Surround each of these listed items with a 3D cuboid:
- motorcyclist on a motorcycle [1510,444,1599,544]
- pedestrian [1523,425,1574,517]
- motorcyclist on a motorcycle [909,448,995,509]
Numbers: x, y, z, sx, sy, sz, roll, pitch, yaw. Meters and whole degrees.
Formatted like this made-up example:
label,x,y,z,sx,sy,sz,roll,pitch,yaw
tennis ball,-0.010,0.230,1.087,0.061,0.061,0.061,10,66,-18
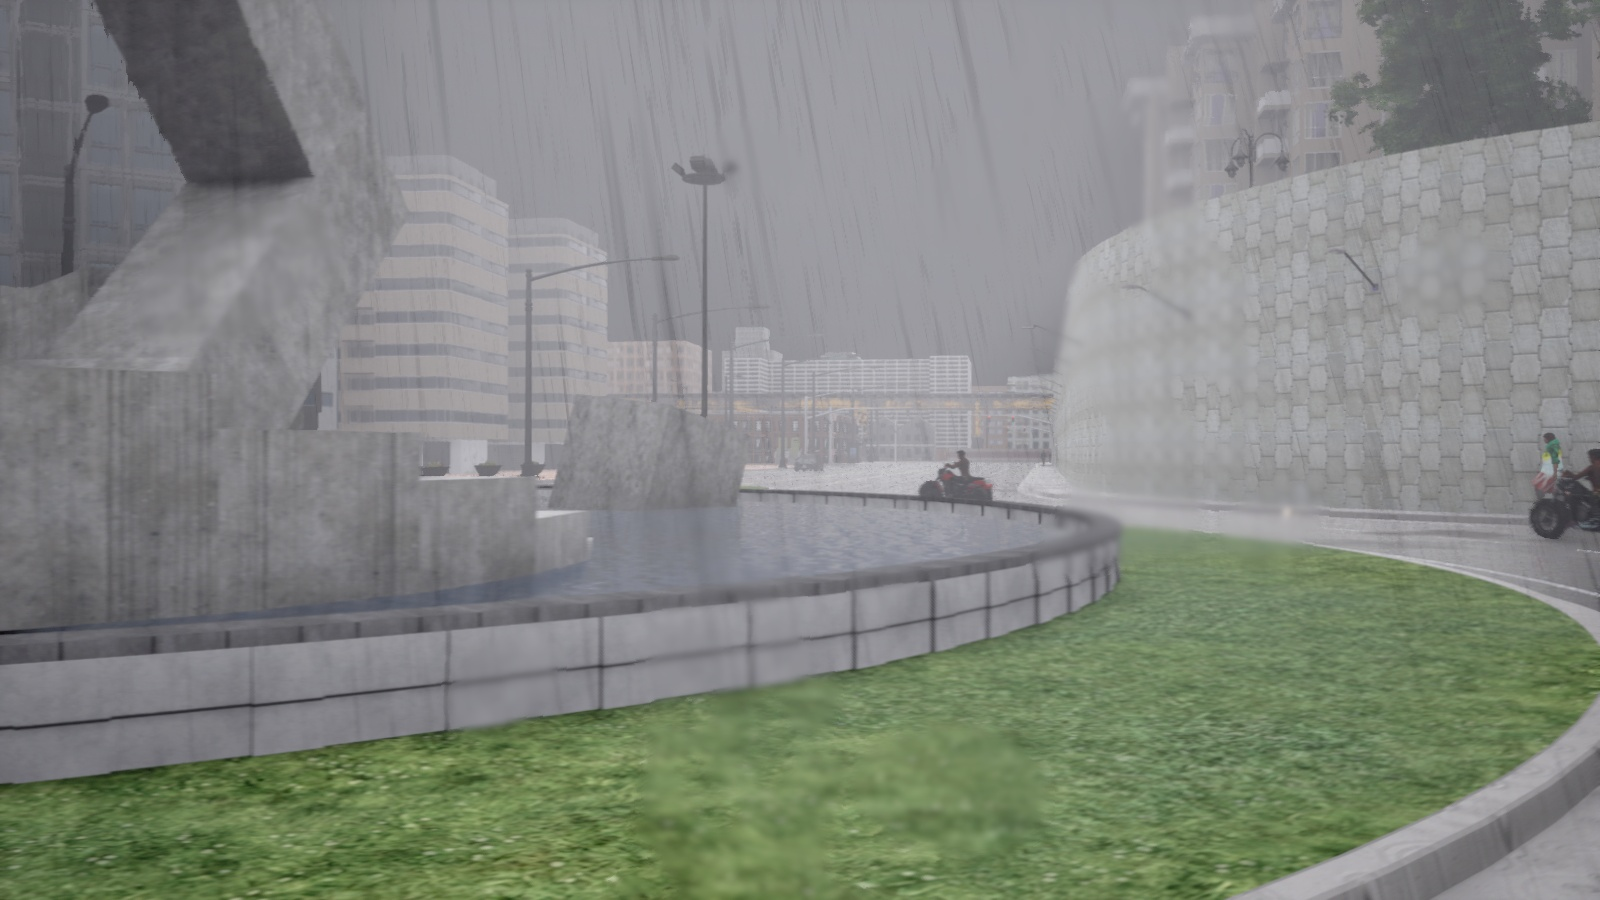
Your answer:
label,x,y,z,sx,sy,sz,roll,pitch,yaw
motorcyclist on a motorcycle,13.362,0.726,21.487,0.766,1.649,2.350,-1,0,-10
pedestrian,16.212,0.441,27.201,0.873,1.952,0.659,0,0,39
motorcyclist on a motorcycle,4.283,0.790,35.566,2.350,1.649,0.766,-1,0,39
